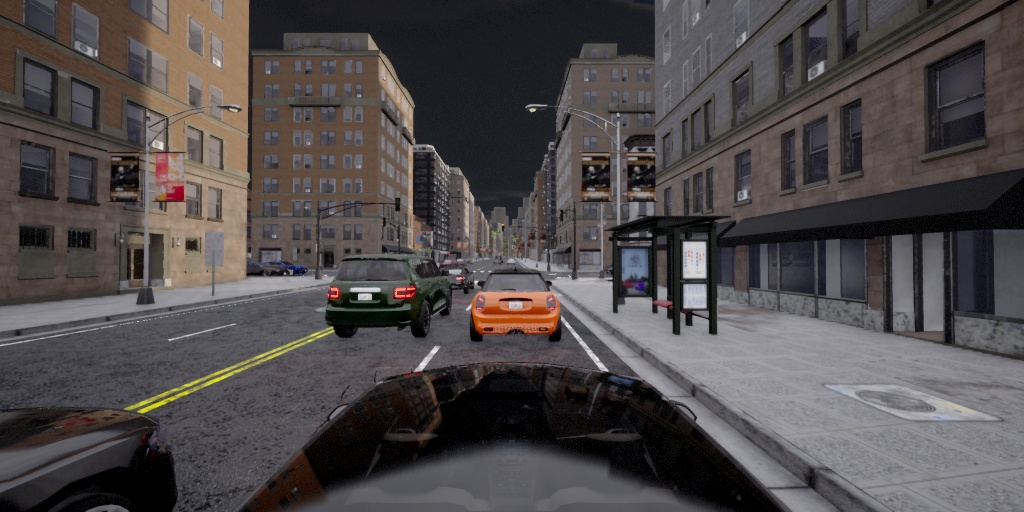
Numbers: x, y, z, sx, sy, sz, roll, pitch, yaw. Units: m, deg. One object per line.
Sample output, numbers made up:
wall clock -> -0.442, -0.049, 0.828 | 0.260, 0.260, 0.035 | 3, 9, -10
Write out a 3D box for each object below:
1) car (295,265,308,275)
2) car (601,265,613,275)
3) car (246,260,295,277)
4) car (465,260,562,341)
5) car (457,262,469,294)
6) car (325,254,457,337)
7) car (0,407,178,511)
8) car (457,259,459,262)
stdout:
car -> -22.788, 1.149, 35.258 | 5.008, 1.535, 1.882 | 0, -1, 0
car -> 12.816, 1.383, 38.883 | 5.357, 1.411, 2.033 | 0, -1, 2
car -> -22.918, 1.175, 32.008 | 5.357, 1.411, 2.033 | 0, -1, 0
car -> 0.080, 1.104, 10.015 | 2.097, 1.767, 4.553 | 0, 0, 0
car -> -3.199, 1.282, 20.108 | 1.812, 1.442, 4.674 | 0, 0, 0
car -> -3.171, 0.974, 10.401 | 2.150, 2.045, 5.566 | 0, 0, 0
car -> -3.144, 1.241, 0.363 | 2.128, 1.511, 4.902 | 0, 0, 0
car -> -9.968, 1.245, 55.340 | 1.882, 1.535, 5.008 | 0, 0, 0
